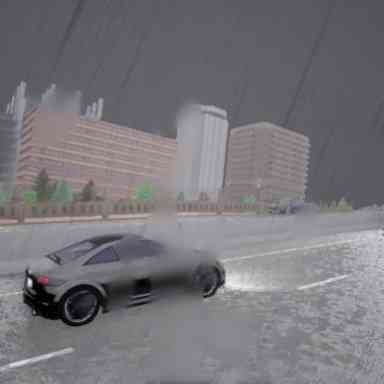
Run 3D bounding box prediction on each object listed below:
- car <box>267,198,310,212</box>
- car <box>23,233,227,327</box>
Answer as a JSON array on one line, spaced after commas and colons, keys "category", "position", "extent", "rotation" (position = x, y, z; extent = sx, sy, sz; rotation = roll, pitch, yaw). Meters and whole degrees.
[{"category": "car", "position": [9.343, 1.300, 32.119], "extent": [4.553, 1.767, 2.097], "rotation": [3, -2, -36]}, {"category": "car", "position": [-1.270, 1.592, 7.142], "extent": [4.181, 1.385, 1.994], "rotation": [0, 0, -36]}]
